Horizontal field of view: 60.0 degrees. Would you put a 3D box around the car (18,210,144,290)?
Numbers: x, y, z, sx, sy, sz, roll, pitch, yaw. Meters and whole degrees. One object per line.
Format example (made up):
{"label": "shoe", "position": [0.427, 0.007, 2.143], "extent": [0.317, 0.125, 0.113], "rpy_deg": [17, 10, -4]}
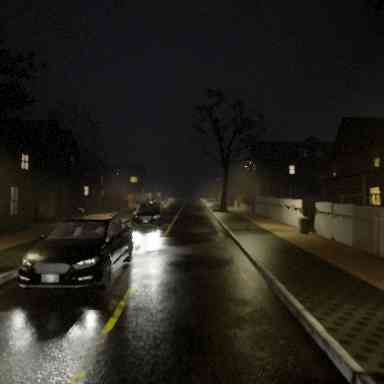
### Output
{"label": "car", "position": [-2.836, 1.458, 9.112], "extent": [2.128, 1.511, 4.902], "rpy_deg": [0, 0, 0]}

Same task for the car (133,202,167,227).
{"label": "car", "position": [-2.736, 1.436, 21.985], "extent": [2.128, 1.511, 4.902], "rpy_deg": [0, 0, 0]}
